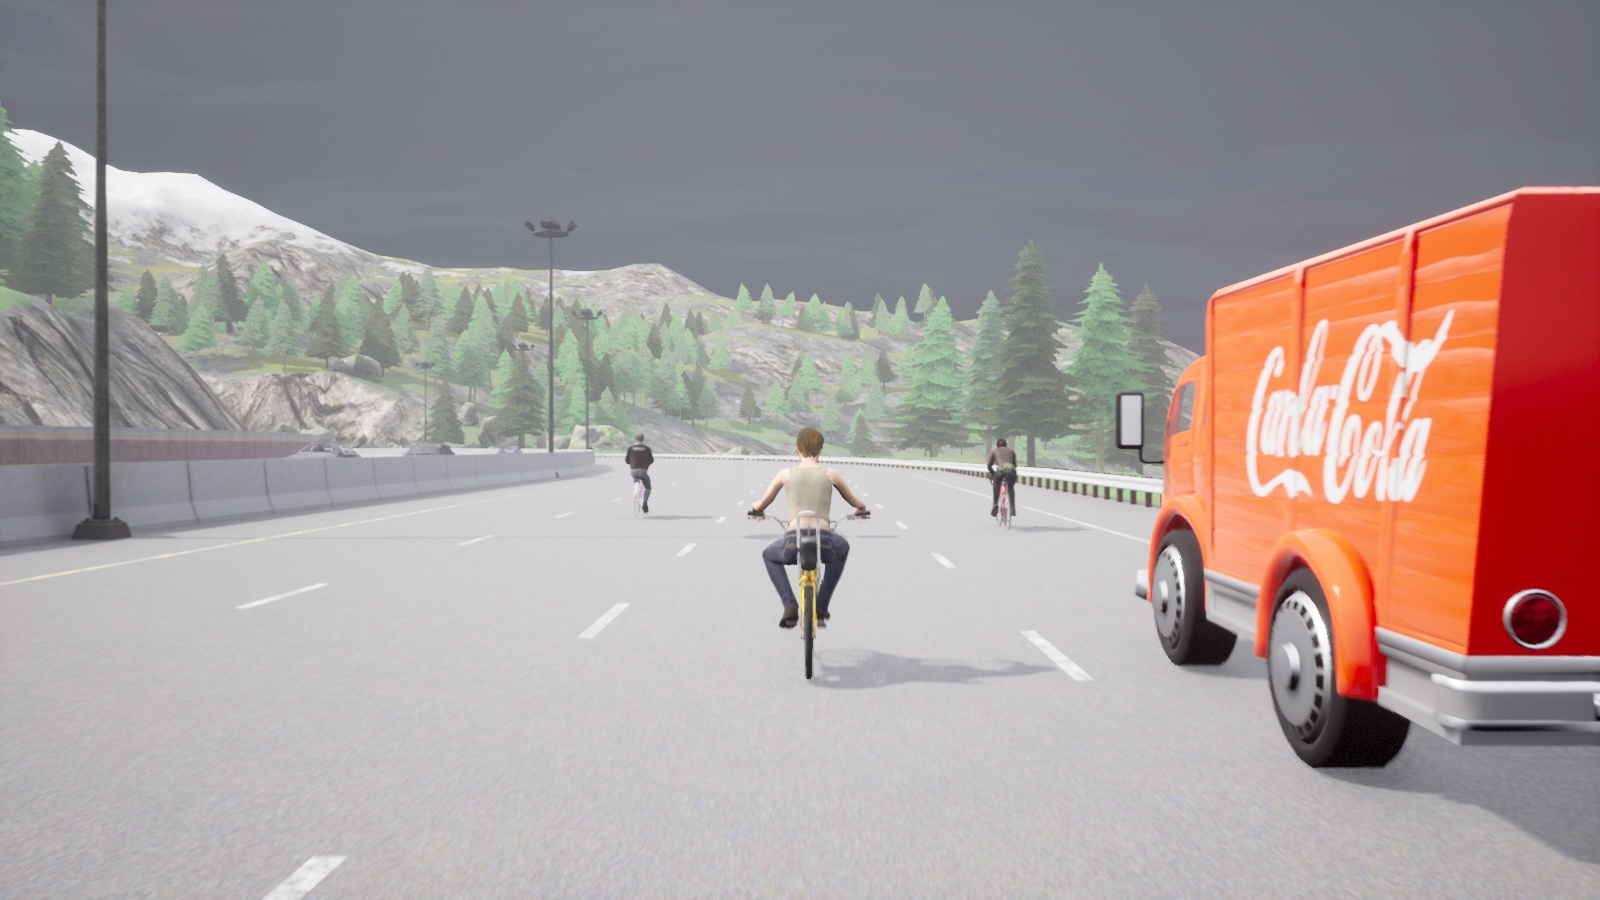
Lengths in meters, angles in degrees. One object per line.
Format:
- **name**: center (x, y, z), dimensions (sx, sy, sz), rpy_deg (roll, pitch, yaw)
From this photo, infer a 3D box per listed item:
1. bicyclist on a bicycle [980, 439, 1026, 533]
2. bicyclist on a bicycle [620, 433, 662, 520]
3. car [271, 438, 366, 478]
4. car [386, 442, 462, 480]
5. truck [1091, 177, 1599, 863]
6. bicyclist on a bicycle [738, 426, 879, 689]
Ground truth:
- **bicyclist on a bicycle**: center (3.646, 0.629, 22.634), dimensions (0.582, 1.620, 1.656), rpy_deg (0, 0, 0)
- **bicyclist on a bicycle**: center (-3.333, 0.528, 26.450), dimensions (0.659, 1.776, 1.843), rpy_deg (0, 0, 0)
- **car**: center (-20.669, 0.331, 54.143), dimensions (2.152, 1.651, 5.027), rpy_deg (0, 0, 0)
- **car**: center (-17.153, 0.474, 57.554), dimensions (2.033, 1.649, 4.856), rpy_deg (0, 0, 0)
- **truck**: center (3.557, 0.241, 7.114), dimensions (2.627, 2.467, 5.204), rpy_deg (0, 0, 0)
- **bicyclist on a bicycle**: center (0.060, 0.656, 8.451), dimensions (0.866, 1.612, 1.509), rpy_deg (0, 0, 1)
